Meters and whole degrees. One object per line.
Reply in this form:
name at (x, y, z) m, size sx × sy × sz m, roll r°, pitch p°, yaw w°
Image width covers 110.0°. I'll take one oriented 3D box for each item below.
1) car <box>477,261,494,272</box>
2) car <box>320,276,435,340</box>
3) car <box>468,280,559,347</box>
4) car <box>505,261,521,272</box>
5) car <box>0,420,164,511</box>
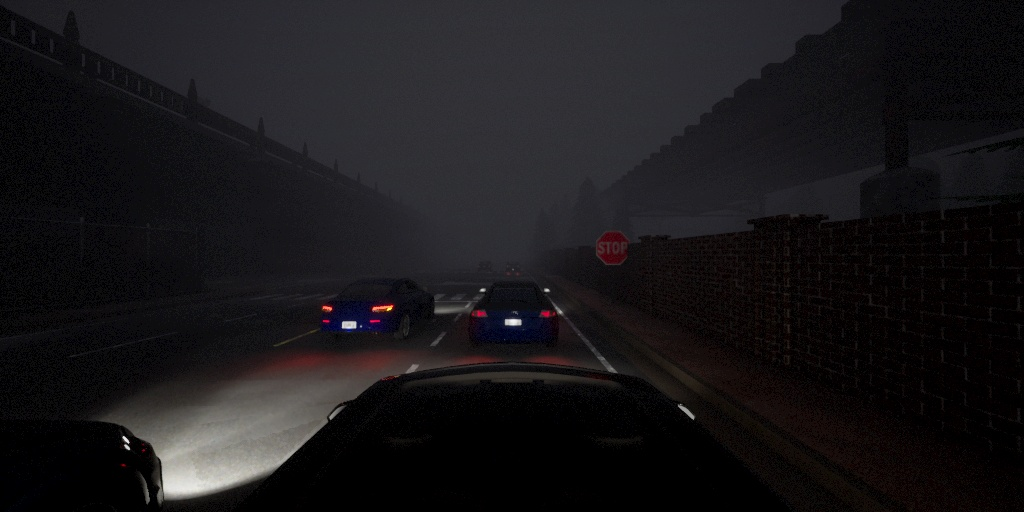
car at (-3.398, 1.297, 45.932) m, size 2.033 × 1.411 × 5.357 m, roll 0°, pitch 0°, yaw -1°
car at (-3.413, 1.276, 9.805) m, size 1.812 × 1.442 × 4.674 m, roll 0°, pitch 0°, yaw 0°
car at (0.069, 1.314, 9.283) m, size 1.994 × 1.385 × 4.181 m, roll 0°, pitch 0°, yaw 1°
car at (0.097, 1.351, 46.101) m, size 1.895 × 1.301 × 4.718 m, roll 0°, pitch 0°, yaw -1°
car at (-3.398, 1.314, 0.709) m, size 1.994 × 1.385 × 4.181 m, roll 0°, pitch 0°, yaw 0°
